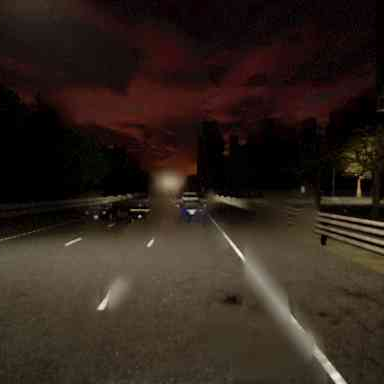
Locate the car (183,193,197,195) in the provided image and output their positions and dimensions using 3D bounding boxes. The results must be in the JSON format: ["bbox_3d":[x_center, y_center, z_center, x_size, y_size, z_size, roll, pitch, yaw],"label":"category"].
[{"bbox_3d":[-0.271,1.094,41.064,2.150,2.045,5.566,0,0,-1],"label":"car"}]

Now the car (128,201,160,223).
[{"bbox_3d":[-3.535,1.431,24.849,2.128,1.511,4.902,0,0,-1],"label":"car"}]

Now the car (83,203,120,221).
[{"bbox_3d":[-7.053,1.534,26.556,1.895,1.301,4.718,0,0,-1],"label":"car"}]

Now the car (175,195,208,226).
[{"bbox_3d":[-0.017,1.298,22.789,2.097,1.767,4.553,0,0,0],"label":"car"}]
